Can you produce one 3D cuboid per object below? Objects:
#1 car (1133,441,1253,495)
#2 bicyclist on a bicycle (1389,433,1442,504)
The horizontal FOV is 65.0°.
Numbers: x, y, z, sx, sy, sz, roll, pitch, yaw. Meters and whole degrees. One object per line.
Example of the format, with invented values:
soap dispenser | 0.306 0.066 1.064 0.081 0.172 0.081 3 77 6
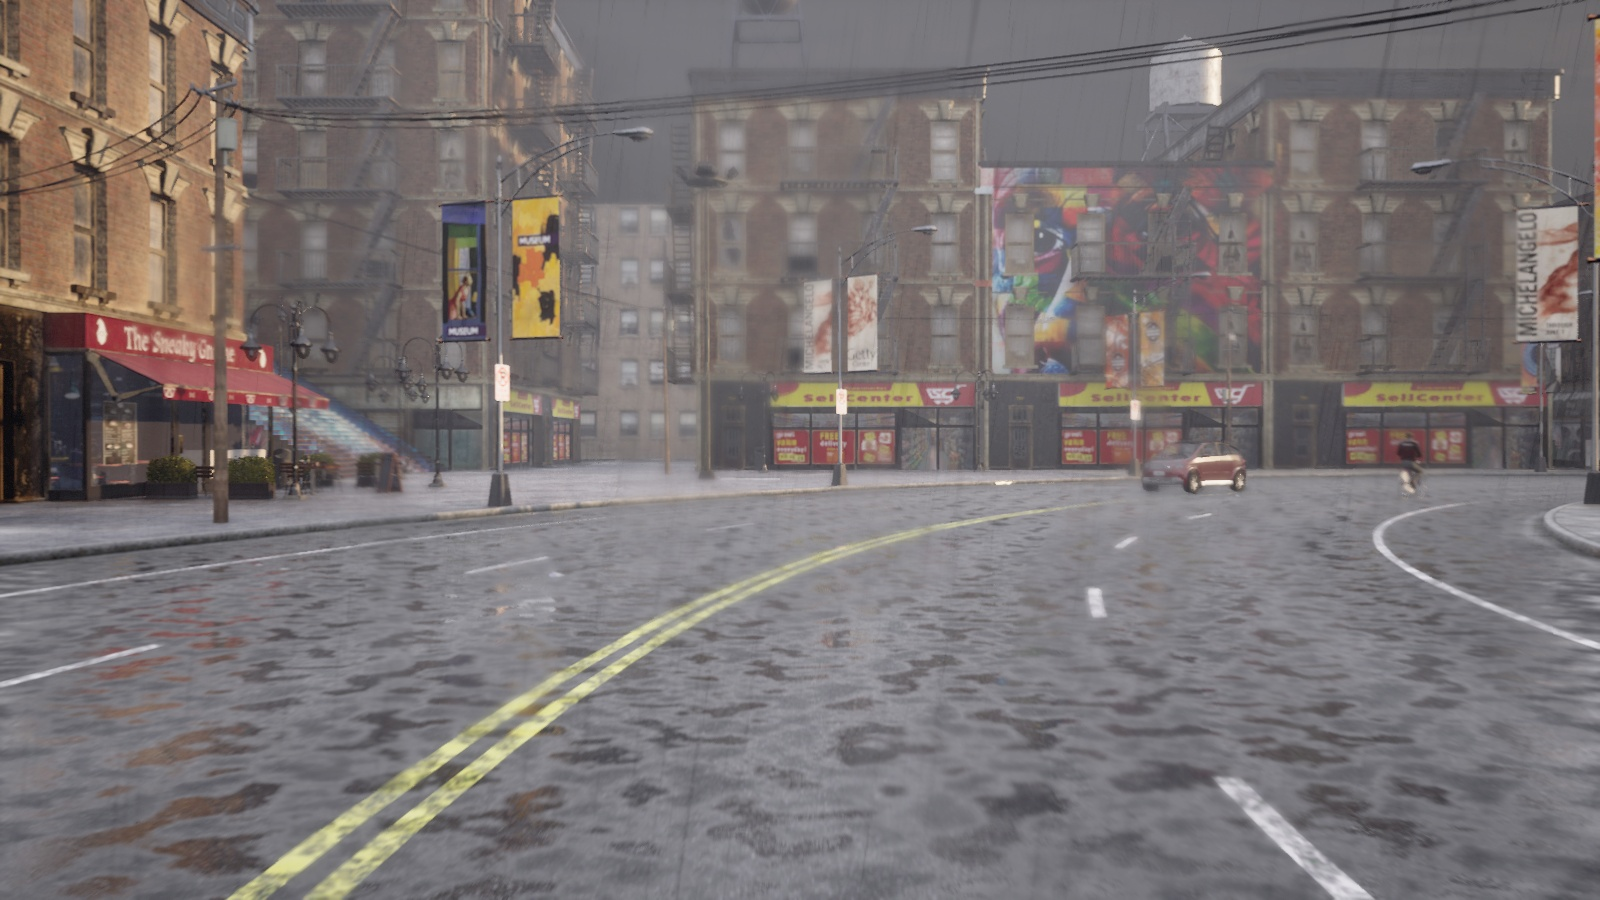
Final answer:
car | 12.019 0.519 38.364 3.705 1.549 1.789 0 0 -40
bicyclist on a bicycle | 15.844 0.448 32.302 1.843 1.776 0.659 -1 1 -45
